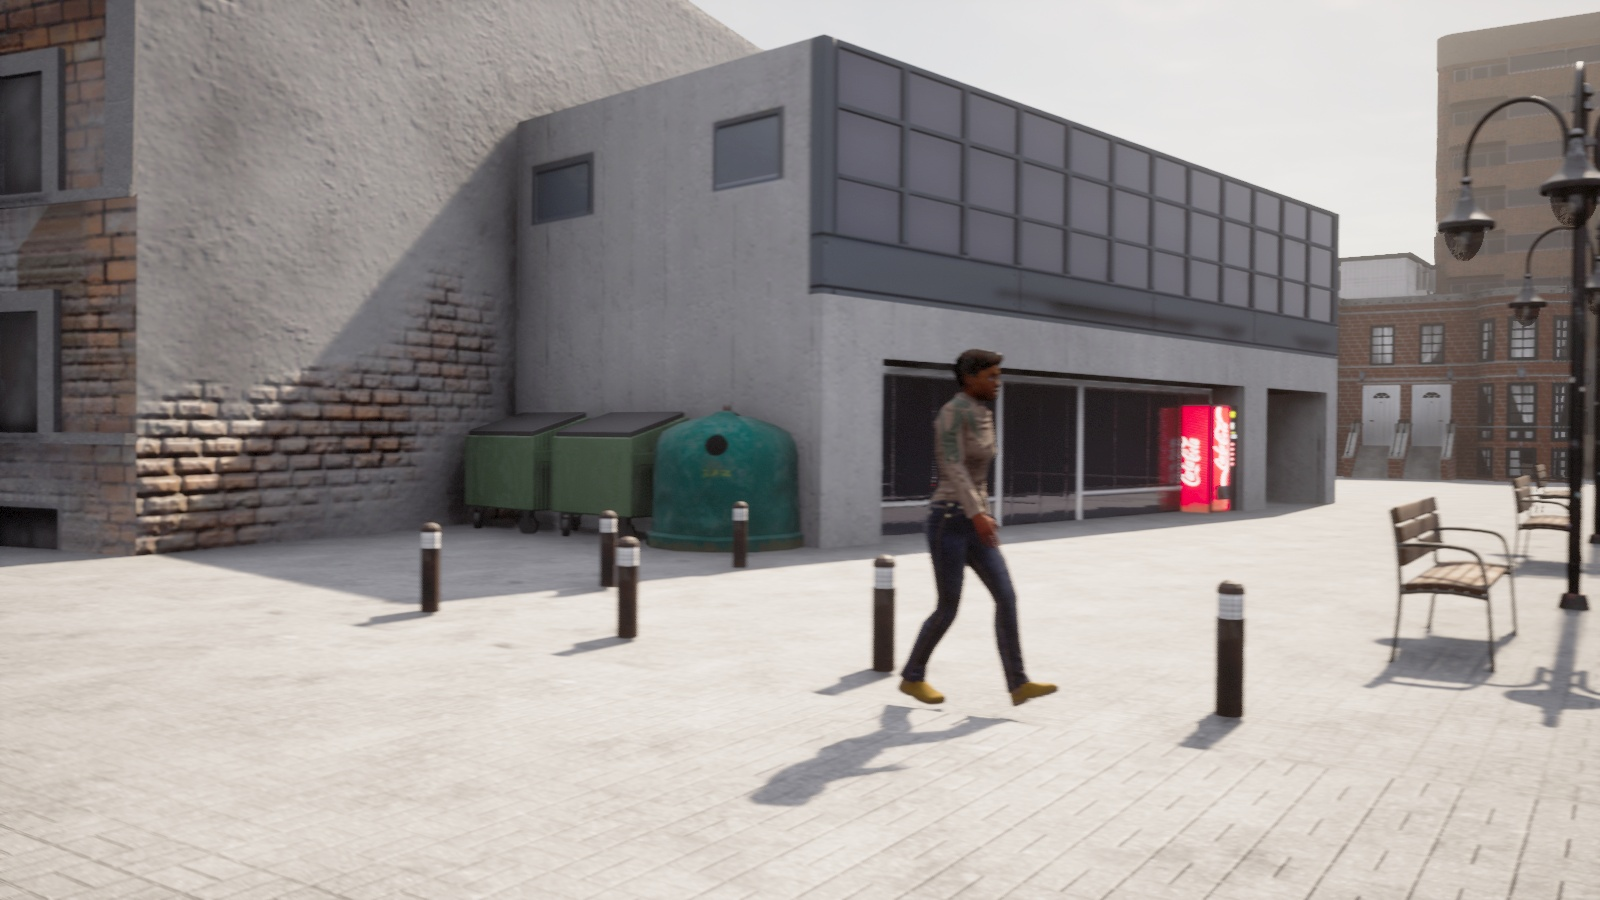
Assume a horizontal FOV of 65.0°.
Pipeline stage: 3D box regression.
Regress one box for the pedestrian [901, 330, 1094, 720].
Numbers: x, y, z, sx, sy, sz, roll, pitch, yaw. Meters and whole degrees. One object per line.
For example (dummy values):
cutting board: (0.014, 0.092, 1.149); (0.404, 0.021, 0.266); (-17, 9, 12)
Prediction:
pedestrian: (0.967, 0.348, 6.183); (0.869, 1.805, 0.328); (0, 1, 33)
